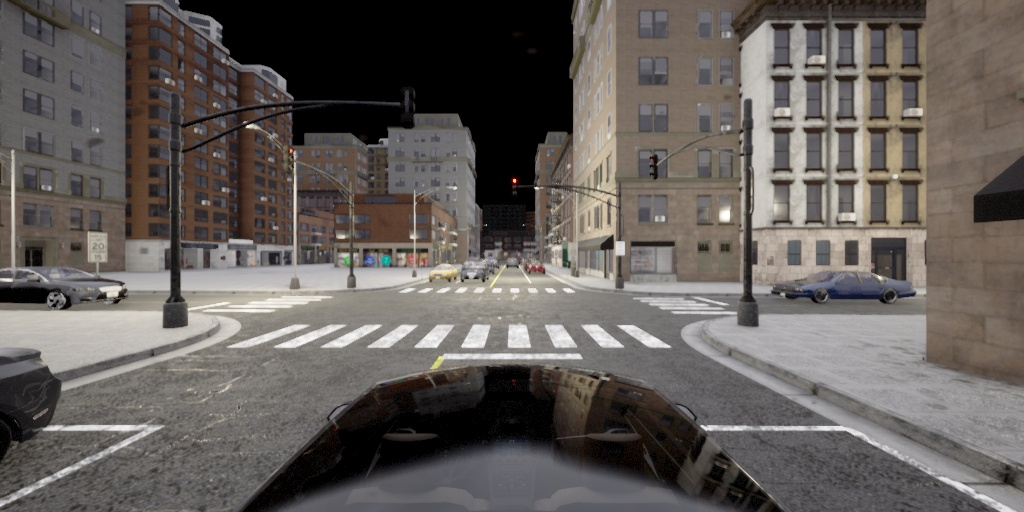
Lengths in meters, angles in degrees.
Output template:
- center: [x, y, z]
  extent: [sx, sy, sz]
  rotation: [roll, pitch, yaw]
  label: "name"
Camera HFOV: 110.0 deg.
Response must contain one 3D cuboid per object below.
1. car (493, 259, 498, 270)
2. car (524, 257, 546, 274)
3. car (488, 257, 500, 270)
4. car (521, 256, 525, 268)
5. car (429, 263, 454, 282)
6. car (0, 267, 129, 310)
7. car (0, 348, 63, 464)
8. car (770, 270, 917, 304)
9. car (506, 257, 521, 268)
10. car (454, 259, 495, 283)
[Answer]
- center: [-2.843, 1.294, 38.701]
  extent: [1.994, 1.385, 4.181]
  rotation: [0, 0, 0]
  label: "car"
- center: [2.641, 1.169, 39.890]
  extent: [1.967, 1.591, 4.097]
  rotation: [0, 0, 0]
  label: "car"
- center: [-2.823, 1.249, 52.615]
  extent: [1.812, 1.442, 4.674]
  rotation: [0, 0, 0]
  label: "car"
- center: [2.642, 1.041, 45.552]
  extent: [2.192, 1.841, 5.009]
  rotation: [0, 0, 0]
  label: "car"
- center: [-5.385, 1.260, 28.398]
  extent: [1.751, 1.417, 4.829]
  rotation: [0, 0, 0]
  label: "car"
- center: [-17.281, 1.155, 13.387]
  extent: [4.902, 1.511, 2.128]
  rotation: [0, 0, 2]
  label: "car"
- center: [-5.388, 1.300, 1.722]
  extent: [2.007, 1.370, 4.403]
  rotation: [0, 0, 0]
  label: "car"
- center: [14.996, 1.373, 16.351]
  extent: [5.357, 1.411, 2.033]
  rotation: [0, 0, 0]
  label: "car"
- center: [0.098, 1.284, 58.019]
  extent: [1.994, 1.385, 4.181]
  rotation: [0, 0, 1]
  label: "car"
- center: [-2.833, 1.227, 28.219]
  extent: [2.128, 1.511, 4.902]
  rotation: [0, 0, 2]
  label: "car"
